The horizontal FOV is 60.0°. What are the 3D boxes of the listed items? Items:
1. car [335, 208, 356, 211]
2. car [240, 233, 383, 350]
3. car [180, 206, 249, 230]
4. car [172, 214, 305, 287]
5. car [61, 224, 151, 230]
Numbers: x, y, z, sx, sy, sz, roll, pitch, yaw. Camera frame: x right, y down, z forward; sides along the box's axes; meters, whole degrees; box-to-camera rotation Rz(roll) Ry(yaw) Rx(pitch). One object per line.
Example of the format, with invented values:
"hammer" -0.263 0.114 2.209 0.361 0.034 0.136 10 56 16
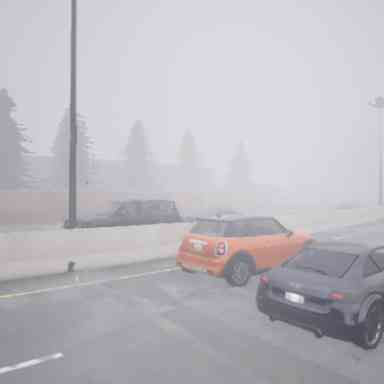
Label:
"car" 21.638 2.007 46.746 1.812 1.442 4.674 0 0 41
"car" 3.155 1.632 6.451 4.181 1.385 1.994 1 -1 -39
"car" 1.750 1.774 24.212 2.033 1.411 5.357 0 -1 44
"car" 1.801 1.447 9.872 4.553 1.767 2.097 1 -1 -39
"car" -2.968 1.351 15.099 5.566 2.045 2.150 0 0 -40
